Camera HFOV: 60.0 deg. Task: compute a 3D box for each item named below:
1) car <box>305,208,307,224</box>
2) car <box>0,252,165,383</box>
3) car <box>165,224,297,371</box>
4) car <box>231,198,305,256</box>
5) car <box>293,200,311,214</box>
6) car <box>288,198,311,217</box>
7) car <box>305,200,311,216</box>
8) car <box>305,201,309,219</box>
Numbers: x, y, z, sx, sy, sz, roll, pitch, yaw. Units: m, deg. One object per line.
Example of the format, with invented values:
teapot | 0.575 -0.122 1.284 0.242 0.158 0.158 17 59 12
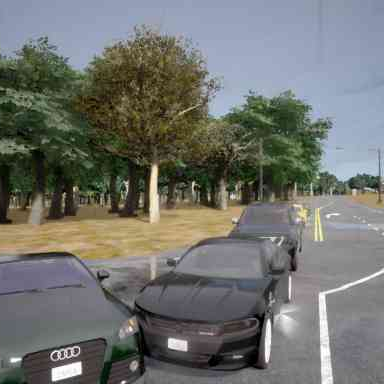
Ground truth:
car | 5.091 1.775 18.300 1.895 1.301 4.718 -1 0 21
car | -2.306 1.643 4.960 1.994 1.385 4.181 1 -2 -33
car | 0.740 1.613 6.256 1.882 1.535 5.008 -1 -2 21
car | 2.862 1.460 12.396 2.150 2.045 5.566 -2 0 21
car | 13.328 1.748 40.141 1.812 1.442 4.674 -1 0 21
car | 11.331 1.563 34.931 2.097 1.767 4.553 -1 0 21
car | 9.302 1.725 29.557 1.812 1.442 4.674 -1 0 21
car | 7.241 1.664 24.053 1.882 1.535 5.008 -1 0 21
